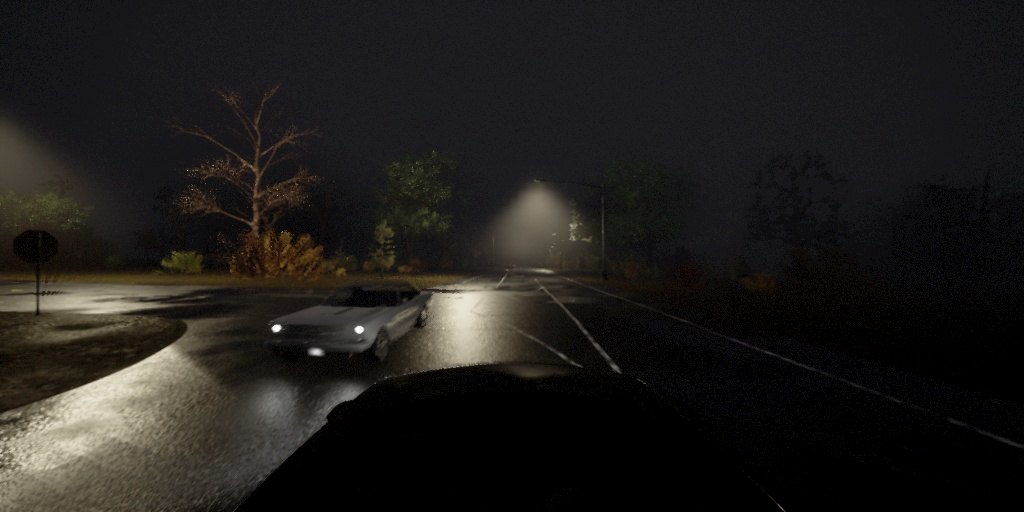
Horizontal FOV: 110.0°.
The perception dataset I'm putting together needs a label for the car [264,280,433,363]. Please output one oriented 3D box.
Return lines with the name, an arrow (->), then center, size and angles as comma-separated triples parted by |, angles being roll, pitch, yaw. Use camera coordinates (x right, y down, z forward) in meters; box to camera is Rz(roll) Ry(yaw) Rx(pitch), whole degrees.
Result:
car -> -3.311, 1.295, 8.342 | 1.895, 1.301, 4.718 | 1, 1, 1
